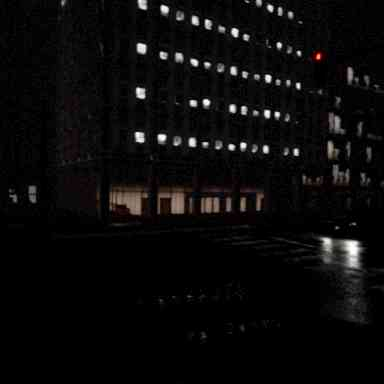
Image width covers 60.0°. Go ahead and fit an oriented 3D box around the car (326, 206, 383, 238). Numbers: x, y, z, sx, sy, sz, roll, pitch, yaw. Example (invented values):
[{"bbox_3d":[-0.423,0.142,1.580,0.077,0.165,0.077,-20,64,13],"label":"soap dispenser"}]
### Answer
[{"bbox_3d":[9.266,1.517,17.805,4.674,1.442,1.812,0,2,-30],"label":"car"}]
